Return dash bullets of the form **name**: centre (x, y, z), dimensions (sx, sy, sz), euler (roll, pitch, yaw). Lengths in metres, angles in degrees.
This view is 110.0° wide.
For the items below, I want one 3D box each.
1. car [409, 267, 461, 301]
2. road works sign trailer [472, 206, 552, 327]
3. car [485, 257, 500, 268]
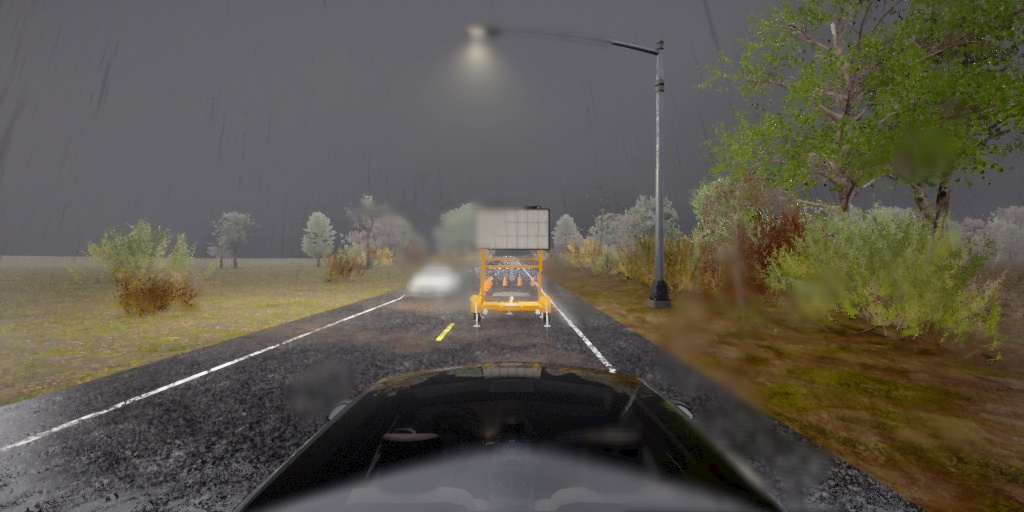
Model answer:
- **car**: centre (-3.596, 1.273, 17.485), dimensions (1.812, 1.442, 4.674), euler (0, 0, 0)
- **road works sign trailer**: centre (0.002, 0.214, 11.529), dimensions (2.380, 3.560, 2.880), euler (0, 0, 0)
- **car**: centre (-3.565, 1.264, 60.797), dimensions (1.994, 1.385, 4.181), euler (0, 0, 0)
